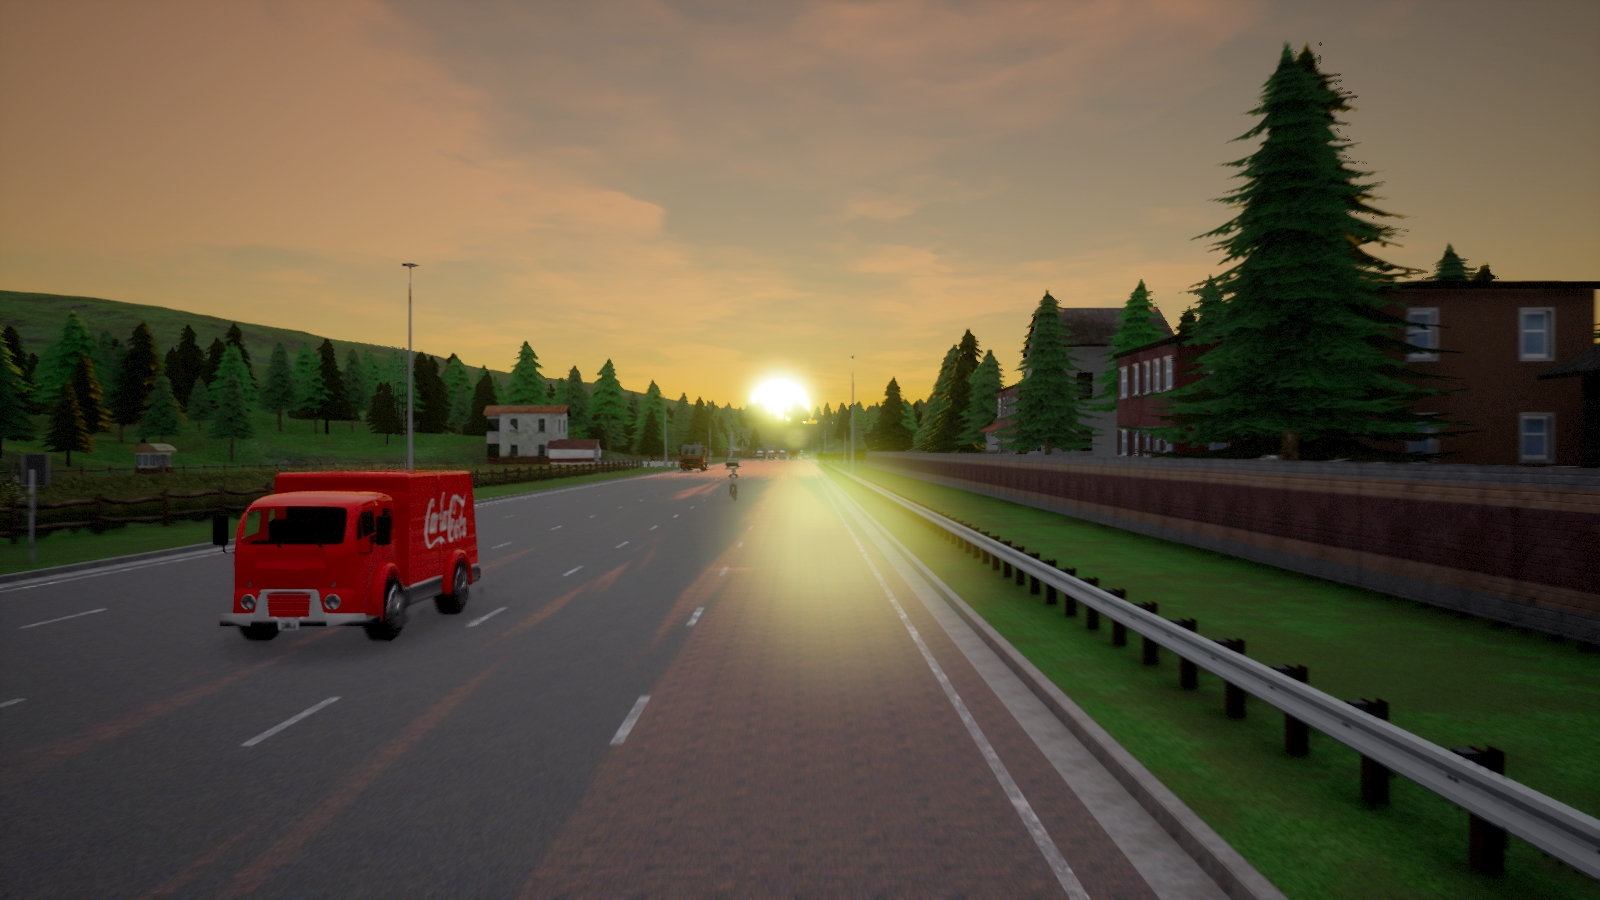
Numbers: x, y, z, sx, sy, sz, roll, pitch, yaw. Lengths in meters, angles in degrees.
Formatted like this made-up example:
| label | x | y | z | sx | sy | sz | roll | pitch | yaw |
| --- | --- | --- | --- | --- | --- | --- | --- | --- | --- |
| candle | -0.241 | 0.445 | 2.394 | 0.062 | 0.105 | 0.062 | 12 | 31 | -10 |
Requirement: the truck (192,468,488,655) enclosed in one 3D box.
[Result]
| label | x | y | z | sx | sy | sz | roll | pitch | yaw |
| --- | --- | --- | --- | --- | --- | --- | --- | --- | --- |
| truck | -7.008 | 1.568 | 18.244 | 2.627 | 2.467 | 5.204 | 0 | 0 | 0 |

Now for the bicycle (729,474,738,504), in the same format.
| label | x | y | z | sx | sy | sz | roll | pitch | yaw |
| --- | --- | --- | --- | --- | --- | --- | --- | --- | --- |
| bicycle | -3.521 | 2.055 | 60.429 | 0.373 | 1.496 | 1.643 | 0 | 0 | 0 |
